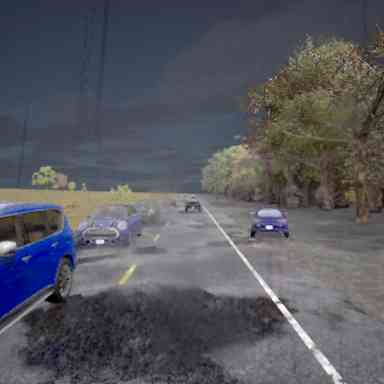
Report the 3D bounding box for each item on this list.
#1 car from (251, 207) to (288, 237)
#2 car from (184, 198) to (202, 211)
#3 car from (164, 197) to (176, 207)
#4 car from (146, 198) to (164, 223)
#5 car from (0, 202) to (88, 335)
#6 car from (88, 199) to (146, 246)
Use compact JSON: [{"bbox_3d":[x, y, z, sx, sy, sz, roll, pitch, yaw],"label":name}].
[{"bbox_3d":[4.242,1.535,18.241,1.812,1.442,4.674,0,0,13],"label":"car"},{"bbox_3d":[0.125,1.530,41.132,1.837,1.490,4.892,0,0,0],"label":"car"},{"bbox_3d":[-3.518,1.533,53.165,1.837,1.490,4.892,0,0,0],"label":"car"},{"bbox_3d":[-3.581,1.368,25.267,2.097,1.767,4.553,0,0,0],"label":"car"},{"bbox_3d":[-3.605,1.225,5.256,2.150,2.045,5.566,0,0,-1],"label":"car"},{"bbox_3d":[-3.588,1.363,15.261,2.097,1.767,4.553,0,0,0],"label":"car"}]
